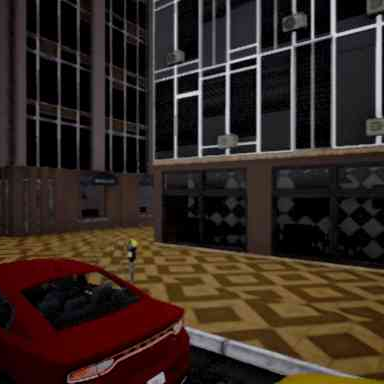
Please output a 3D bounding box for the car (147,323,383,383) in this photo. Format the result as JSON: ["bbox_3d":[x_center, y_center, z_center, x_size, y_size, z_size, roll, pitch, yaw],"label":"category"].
[{"bbox_3d":[2.245,1.526,1.119,4.829,1.417,1.752,0,0,35],"label":"car"}]

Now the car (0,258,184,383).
[{"bbox_3d":[-2.137,1.544,4.243,4.507,1.381,1.887,0,0,35],"label":"car"}]
